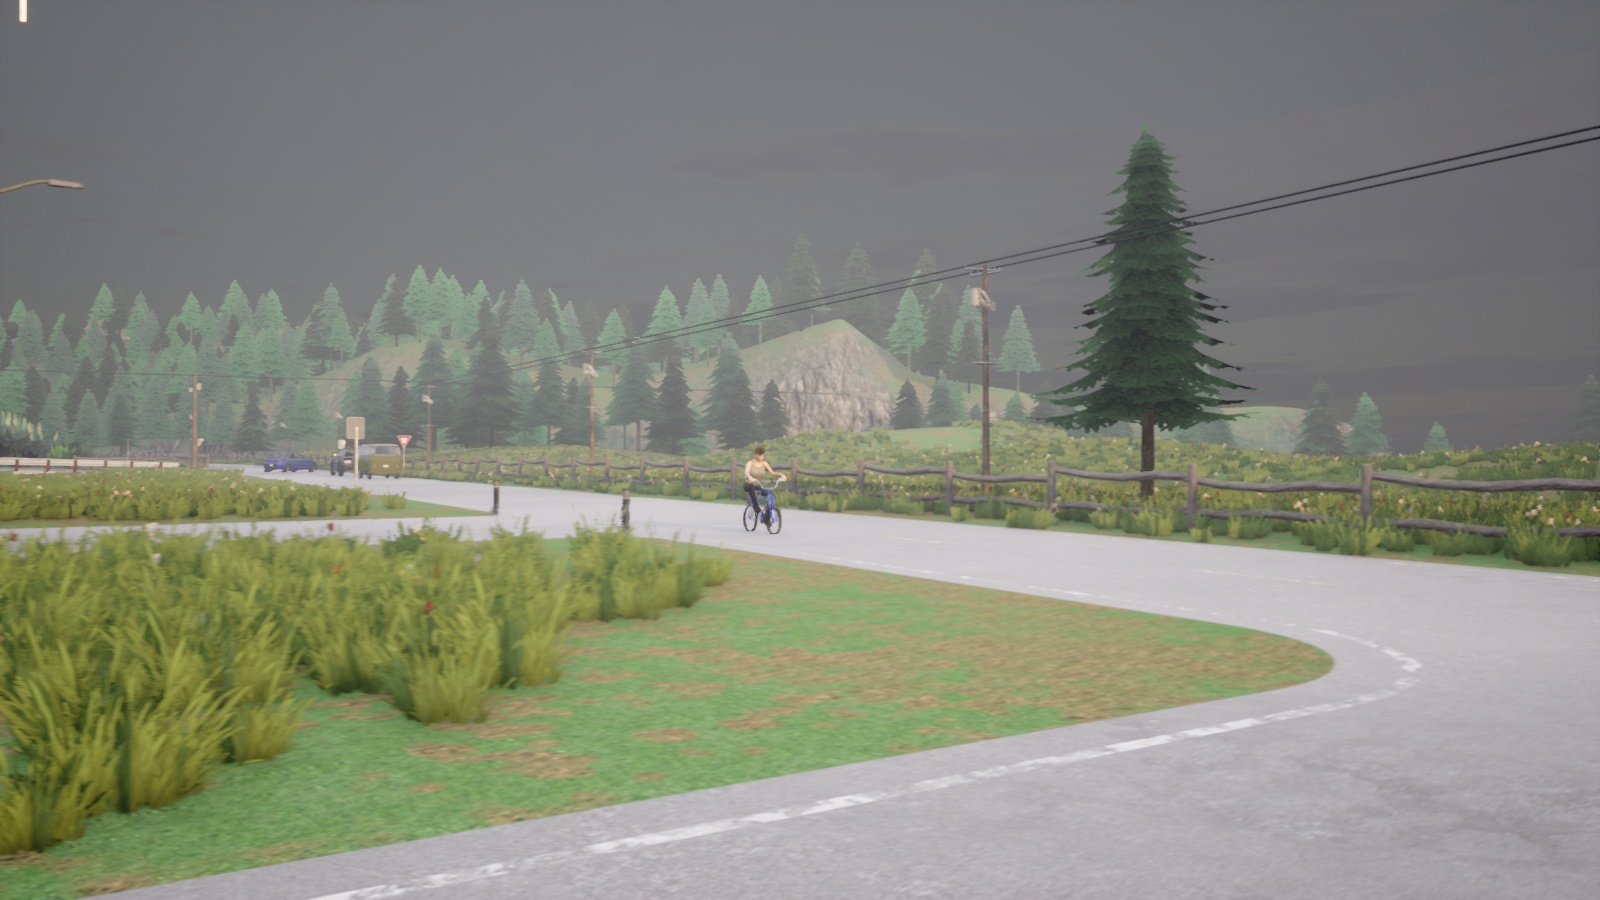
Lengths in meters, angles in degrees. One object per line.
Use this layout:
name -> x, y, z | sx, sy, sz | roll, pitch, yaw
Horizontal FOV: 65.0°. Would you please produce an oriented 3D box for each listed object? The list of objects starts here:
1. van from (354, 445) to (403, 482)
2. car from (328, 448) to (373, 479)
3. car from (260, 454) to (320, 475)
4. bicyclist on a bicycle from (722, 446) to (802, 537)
van -> -23.715, 0.731, 70.567 | 1.775, 1.987, 4.442 | 0, 0, -29
car -> -28.066, 0.824, 78.385 | 1.932, 1.855, 4.605 | 0, 0, -29
car -> -36.629, 1.058, 90.297 | 1.816, 1.474, 4.193 | 0, -1, 16
bicyclist on a bicycle -> -0.711, 0.746, 23.157 | 0.866, 1.612, 1.509 | 0, 0, -29
